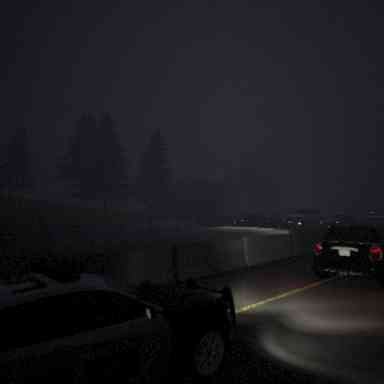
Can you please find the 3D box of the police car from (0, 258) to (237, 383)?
[{"bbox_3d":[-1.498,1.659,4.028,5.238,1.638,1.930,1,-4,-42],"label":"police car"}]

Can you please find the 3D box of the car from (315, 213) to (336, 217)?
[{"bbox_3d":[13.661,2.770,30.715,4.718,1.301,1.895,1,-4,-42],"label":"car"}]

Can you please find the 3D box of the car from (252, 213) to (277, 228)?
[{"bbox_3d":[8.876,3.030,35.817,4.674,1.442,1.812,1,-4,-42],"label":"car"}]

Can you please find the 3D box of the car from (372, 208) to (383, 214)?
[{"bbox_3d":[37.803,4.001,66.738,4.892,1.490,1.837,2,-4,-42],"label":"car"}]

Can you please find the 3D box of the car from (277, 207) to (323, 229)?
[{"bbox_3d":[11.241,2.558,33.263,5.566,2.045,2.150,1,-4,-42],"label":"car"}]

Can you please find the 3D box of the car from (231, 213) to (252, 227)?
[{"bbox_3d":[6.546,3.178,38.425,4.892,1.490,1.837,1,-4,-42],"label":"car"}]

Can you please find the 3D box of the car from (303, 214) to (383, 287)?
[{"bbox_3d":[5.805,1.746,10.683,4.553,1.767,2.097,1,-4,-42],"label":"car"}]
